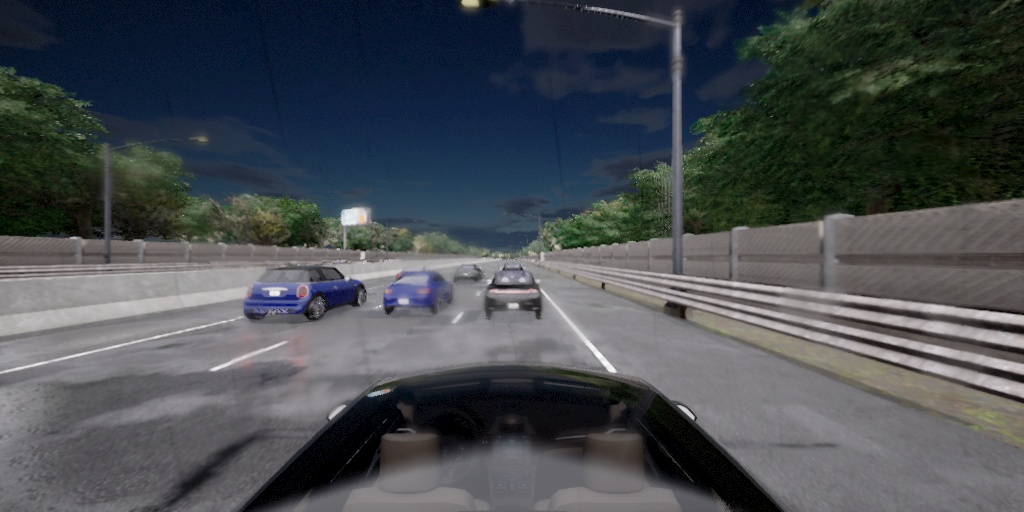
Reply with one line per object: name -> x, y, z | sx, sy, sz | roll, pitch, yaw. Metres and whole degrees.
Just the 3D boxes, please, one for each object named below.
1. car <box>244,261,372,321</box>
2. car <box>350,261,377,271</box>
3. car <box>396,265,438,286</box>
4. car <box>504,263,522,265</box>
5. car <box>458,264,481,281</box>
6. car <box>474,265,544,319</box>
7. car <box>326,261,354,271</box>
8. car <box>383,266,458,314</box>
car -> -6.936, 1.106, 12.627 | 2.097, 1.767, 4.553 | 0, 0, 0
car -> -21.064, 1.429, 50.994 | 1.895, 1.301, 4.718 | 0, 0, 0
car -> -6.941, 1.372, 26.688 | 1.895, 1.301, 4.718 | 0, 0, 0
car -> 0.066, 1.267, 28.134 | 2.128, 1.511, 4.902 | 0, 0, 0
car -> -3.430, 1.339, 28.755 | 1.994, 1.385, 4.181 | 0, 0, 0
car -> 0.065, 1.246, 12.801 | 2.128, 1.511, 4.902 | 0, 0, 0
car -> -24.560, 1.393, 51.508 | 1.994, 1.385, 4.181 | 0, 0, 0
car -> -3.427, 1.281, 13.715 | 1.812, 1.442, 4.674 | 0, 0, 0
